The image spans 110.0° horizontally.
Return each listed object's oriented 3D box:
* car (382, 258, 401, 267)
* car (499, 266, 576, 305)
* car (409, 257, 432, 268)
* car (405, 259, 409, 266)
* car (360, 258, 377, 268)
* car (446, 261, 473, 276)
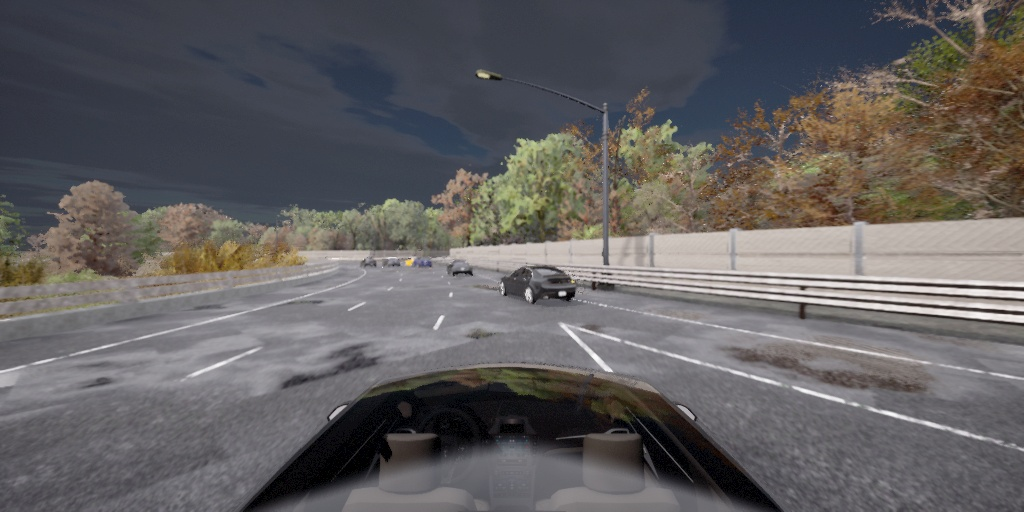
[{"bbox_3d":[-19.566,1.077,58.214,2.033,1.411,5.357,0,0,-33],"label":"car"},{"bbox_3d":[0.960,1.181,15.843,1.837,1.490,4.892,-1,0,-23],"label":"car"},{"bbox_3d":[-13.873,0.875,55.277,2.097,1.767,4.553,0,0,-28],"label":"car"},{"bbox_3d":[-16.251,0.986,59.636,1.882,1.535,5.008,0,0,-33],"label":"car"},{"bbox_3d":[-22.550,1.077,56.385,1.812,1.442,4.674,0,0,-33],"label":"car"},{"bbox_3d":[-5.096,1.150,34.367,1.994,1.385,4.181,-1,0,-18],"label":"car"}]
